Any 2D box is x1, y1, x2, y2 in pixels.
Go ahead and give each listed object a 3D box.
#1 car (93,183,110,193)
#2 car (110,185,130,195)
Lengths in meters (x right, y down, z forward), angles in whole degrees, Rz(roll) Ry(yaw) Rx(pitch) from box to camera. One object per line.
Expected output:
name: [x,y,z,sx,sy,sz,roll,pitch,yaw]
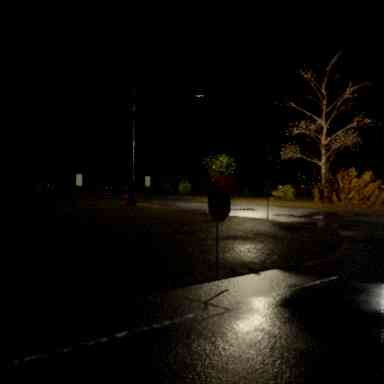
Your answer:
car: [-16.317,-0.796,60.597,2.097,1.767,4.553,0,2,-35]
car: [-10.795,-0.313,52.797,1.812,1.442,4.674,0,2,-35]
